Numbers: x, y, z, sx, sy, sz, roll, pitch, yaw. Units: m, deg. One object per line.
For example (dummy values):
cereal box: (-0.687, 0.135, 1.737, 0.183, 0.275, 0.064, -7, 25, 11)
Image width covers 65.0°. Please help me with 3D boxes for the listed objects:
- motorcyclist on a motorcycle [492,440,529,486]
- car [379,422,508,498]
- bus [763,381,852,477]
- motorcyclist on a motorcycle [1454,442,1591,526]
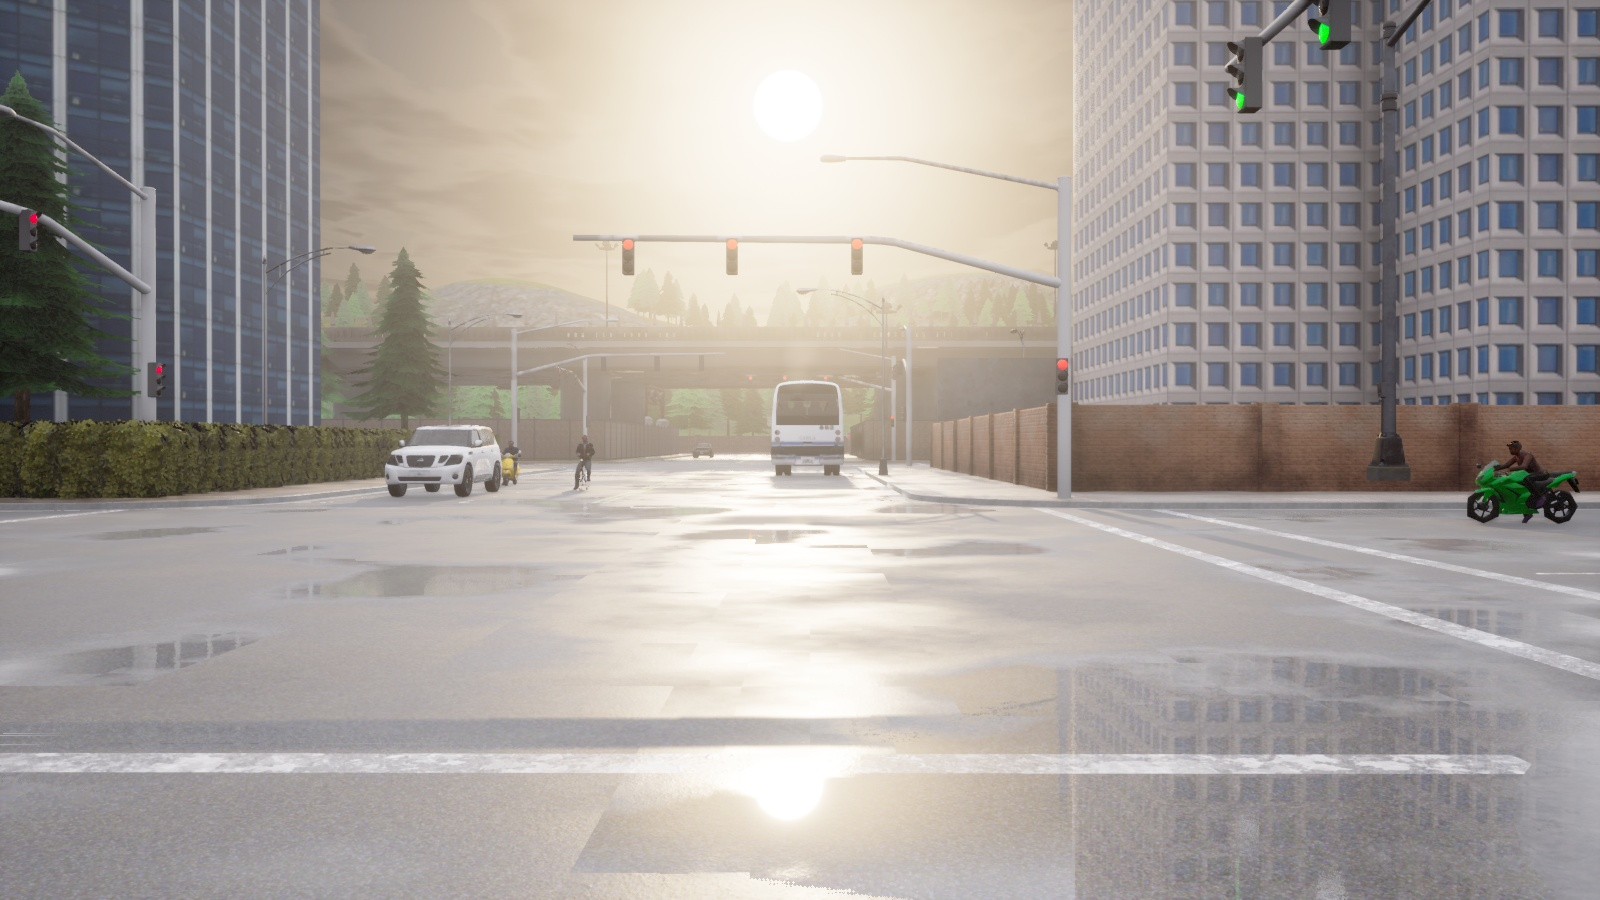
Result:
motorcyclist on a motorcycle: (-10.227, 0.441, 44.414, 0.866, 1.590, 1.817, 0, 0, 0)
car: (-10.274, 0.250, 36.693, 2.150, 2.045, 5.566, 0, 0, 0)
bus: (0.368, -0.972, 60.677, 3.944, 4.253, 10.273, 0, 0, 0)
motorcyclist on a motorcycle: (13.195, 0.610, 22.974, 2.044, 1.523, 0.797, 0, 0, 1)
